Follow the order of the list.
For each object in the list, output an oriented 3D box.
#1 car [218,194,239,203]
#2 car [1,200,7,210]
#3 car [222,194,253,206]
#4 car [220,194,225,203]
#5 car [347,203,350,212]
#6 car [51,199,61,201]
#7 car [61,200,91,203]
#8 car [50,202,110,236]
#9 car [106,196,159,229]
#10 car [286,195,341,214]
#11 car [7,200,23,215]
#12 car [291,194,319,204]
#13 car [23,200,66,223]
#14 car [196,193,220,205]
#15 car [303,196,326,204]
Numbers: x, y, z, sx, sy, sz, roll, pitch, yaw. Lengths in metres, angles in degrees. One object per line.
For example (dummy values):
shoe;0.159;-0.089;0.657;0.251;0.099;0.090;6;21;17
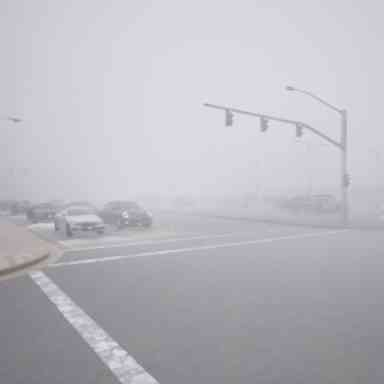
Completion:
car;7.736;1.266;70.938;1.932;1.855;4.605;0;0;-35
car;-23.212;1.629;42.526;1.895;1.301;4.718;0;0;-35
car;7.133;1.480;52.018;1.970;1.475;3.806;0;0;-35
car;5.566;1.471;69.357;1.784;1.438;3.905;0;0;-35
car;14.937;1.229;36.159;1.905;1.878;3.866;0;0;-35
car;-15.316;1.558;37.345;1.812;1.442;4.674;0;0;-35
car;-9.668;1.506;29.328;1.882;1.535;5.008;0;0;-35
car;-6.408;1.543;18.676;1.812;1.442;4.674;0;0;-34
car;-4.402;1.377;21.864;2.097;1.767;4.553;0;0;-35
car;12.536;1.220;34.543;1.932;1.855;4.605;0;0;-35
car;-17.243;1.588;33.998;1.994;1.385;4.181;0;0;-35
car;20.922;1.271;61.786;1.932;1.855;4.605;0;0;-35
car;-11.475;1.585;25.817;1.994;1.385;4.181;0;0;-35
car;3.194;1.497;67.697;1.970;1.475;3.806;0;0;-35
car;23.331;1.487;63.394;1.784;1.438;3.905;0;0;-35
